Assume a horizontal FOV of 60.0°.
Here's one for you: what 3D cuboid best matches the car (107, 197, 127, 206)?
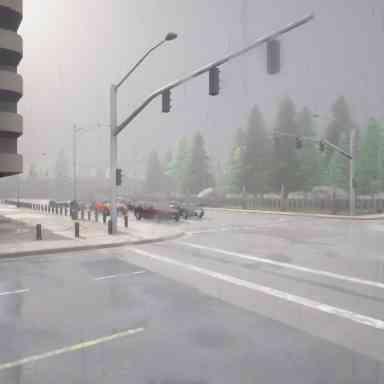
[{"bbox_3d":[-13.227,1.581,58.610,1.812,1.442,4.674,0,0,-36],"label":"car"}]

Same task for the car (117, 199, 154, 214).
[{"bbox_3d":[-6.385,1.547,37.224,2.128,1.511,4.902,0,0,-36],"label":"car"}]

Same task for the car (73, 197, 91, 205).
[{"bbox_3d":[-20.807,1.656,62.957,1.895,1.301,4.718,0,0,-36],"label":"car"}]

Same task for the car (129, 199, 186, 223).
[{"bbox_3d":[-2.851,1.533,26.553,1.882,1.535,5.008,0,0,-36],"label":"car"}]

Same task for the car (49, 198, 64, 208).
[{"bbox_3d":[-20.021,1.603,49.856,2.033,1.411,5.357,0,0,-36],"label":"car"}]

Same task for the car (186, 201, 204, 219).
[{"bbox_3d":[-0.867,1.547,29.758,2.128,1.511,4.902,0,0,-36],"label":"car"}]

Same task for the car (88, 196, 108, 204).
[{"bbox_3d":[-18.740,1.547,66.049,2.128,1.511,4.902,0,0,-36],"label":"car"}]

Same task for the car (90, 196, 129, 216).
[{"bbox_3d":[-8.320,1.407,33.947,2.097,1.767,4.553,0,0,-36],"label":"car"}]

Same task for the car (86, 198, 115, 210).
[{"bbox_3d":[-12.552,1.603,45.580,2.033,1.411,5.357,0,0,-36],"label":"car"}]

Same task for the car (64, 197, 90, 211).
[{"bbox_3d":[-13.748,1.547,41.307,2.128,1.511,4.902,0,0,-36],"label":"car"}]
